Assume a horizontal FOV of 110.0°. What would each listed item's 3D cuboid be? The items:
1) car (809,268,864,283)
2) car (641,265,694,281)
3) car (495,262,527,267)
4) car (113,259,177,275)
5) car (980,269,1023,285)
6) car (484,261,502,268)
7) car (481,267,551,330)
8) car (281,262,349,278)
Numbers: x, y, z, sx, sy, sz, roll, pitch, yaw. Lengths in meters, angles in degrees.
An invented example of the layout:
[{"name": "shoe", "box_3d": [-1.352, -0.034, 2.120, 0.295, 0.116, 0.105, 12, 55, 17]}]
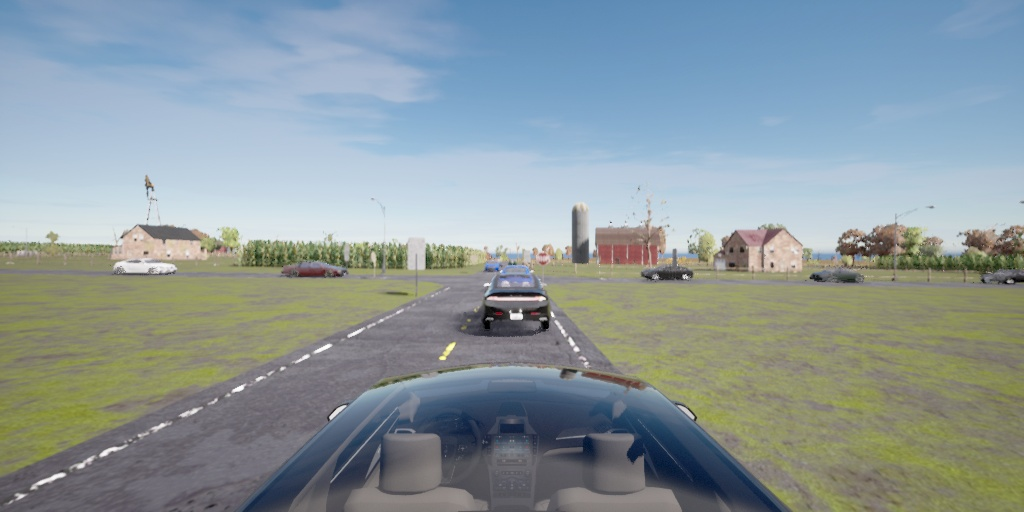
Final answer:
[{"name": "car", "box_3d": [31.868, 1.906, 35.265, 4.181, 1.385, 1.994, 1, 0, 0]}, {"name": "car", "box_3d": [15.206, 1.620, 35.233, 4.892, 1.490, 1.837, 1, 0, 0]}, {"name": "car", "box_3d": [0.291, 1.310, 21.559, 1.882, 1.535, 5.008, 0, 0, 3]}, {"name": "car", "box_3d": [-32.892, 0.958, 32.177, 4.674, 1.442, 1.812, 1, 0, 0]}, {"name": "car", "box_3d": [49.157, 2.075, 35.210, 4.902, 1.511, 2.128, 1, 0, 0]}, {"name": "car", "box_3d": [-2.781, 1.454, 50.201, 1.882, 1.535, 5.008, 0, 0, 0]}, {"name": "car", "box_3d": [0.113, 1.280, 11.218, 2.128, 1.511, 4.902, 0, 0, 0]}, {"name": "car", "box_3d": [-17.660, 1.208, 32.208, 5.357, 1.411, 2.033, 1, 0, 0]}]
